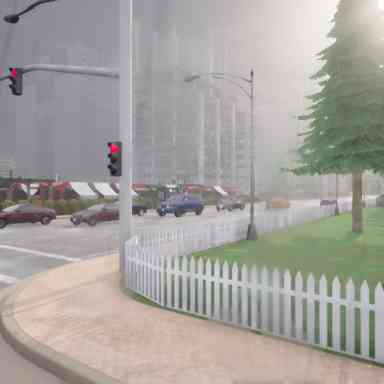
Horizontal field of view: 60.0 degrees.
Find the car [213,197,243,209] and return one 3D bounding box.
[{"bbox_3d":[5.160,1.491,46.696,2.128,1.511,4.902,0,0,34],"label":"car"}]

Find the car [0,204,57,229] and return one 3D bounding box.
[{"bbox_3d":[-11.415,1.525,22.169,1.812,1.442,4.674,0,0,36],"label":"car"}]

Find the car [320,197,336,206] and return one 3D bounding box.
[{"bbox_3d":[21.080,1.525,51.264,1.812,1.442,4.674,0,0,34],"label":"car"}]

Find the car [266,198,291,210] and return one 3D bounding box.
[{"bbox_3d":[11.151,1.477,42.785,1.882,1.535,5.008,0,0,34],"label":"car"}]

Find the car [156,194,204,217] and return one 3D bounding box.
[{"bbox_3d":[-0.990,1.221,31.378,2.150,2.045,5.566,0,0,34],"label":"car"}]

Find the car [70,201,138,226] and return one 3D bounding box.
[{"bbox_3d":[-6.300,1.525,23.458,1.812,1.442,4.674,0,0,34],"label":"car"}]

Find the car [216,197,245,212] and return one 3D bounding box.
[{"bbox_3d":[4.645,1.491,39.718,2.128,1.511,4.902,0,0,34],"label":"car"}]

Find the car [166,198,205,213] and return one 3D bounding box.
[{"bbox_3d":[-0.654,1.491,38.128,2.128,1.511,4.902,0,0,34],"label":"car"}]

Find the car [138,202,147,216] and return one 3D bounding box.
[{"bbox_3d":[-6.196,1.477,29.914,1.882,1.535,5.008,0,0,34],"label":"car"}]
